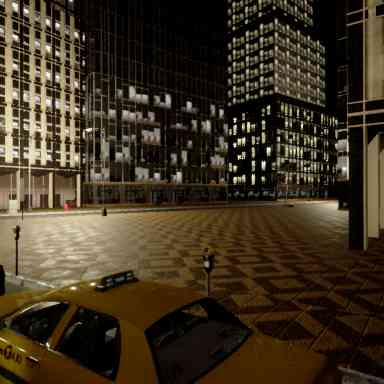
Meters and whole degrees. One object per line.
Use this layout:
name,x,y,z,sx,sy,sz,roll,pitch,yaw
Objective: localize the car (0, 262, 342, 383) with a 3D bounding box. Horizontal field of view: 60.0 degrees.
car,-0.982,1.525,3.575,4.829,1.417,1.752,0,0,35
